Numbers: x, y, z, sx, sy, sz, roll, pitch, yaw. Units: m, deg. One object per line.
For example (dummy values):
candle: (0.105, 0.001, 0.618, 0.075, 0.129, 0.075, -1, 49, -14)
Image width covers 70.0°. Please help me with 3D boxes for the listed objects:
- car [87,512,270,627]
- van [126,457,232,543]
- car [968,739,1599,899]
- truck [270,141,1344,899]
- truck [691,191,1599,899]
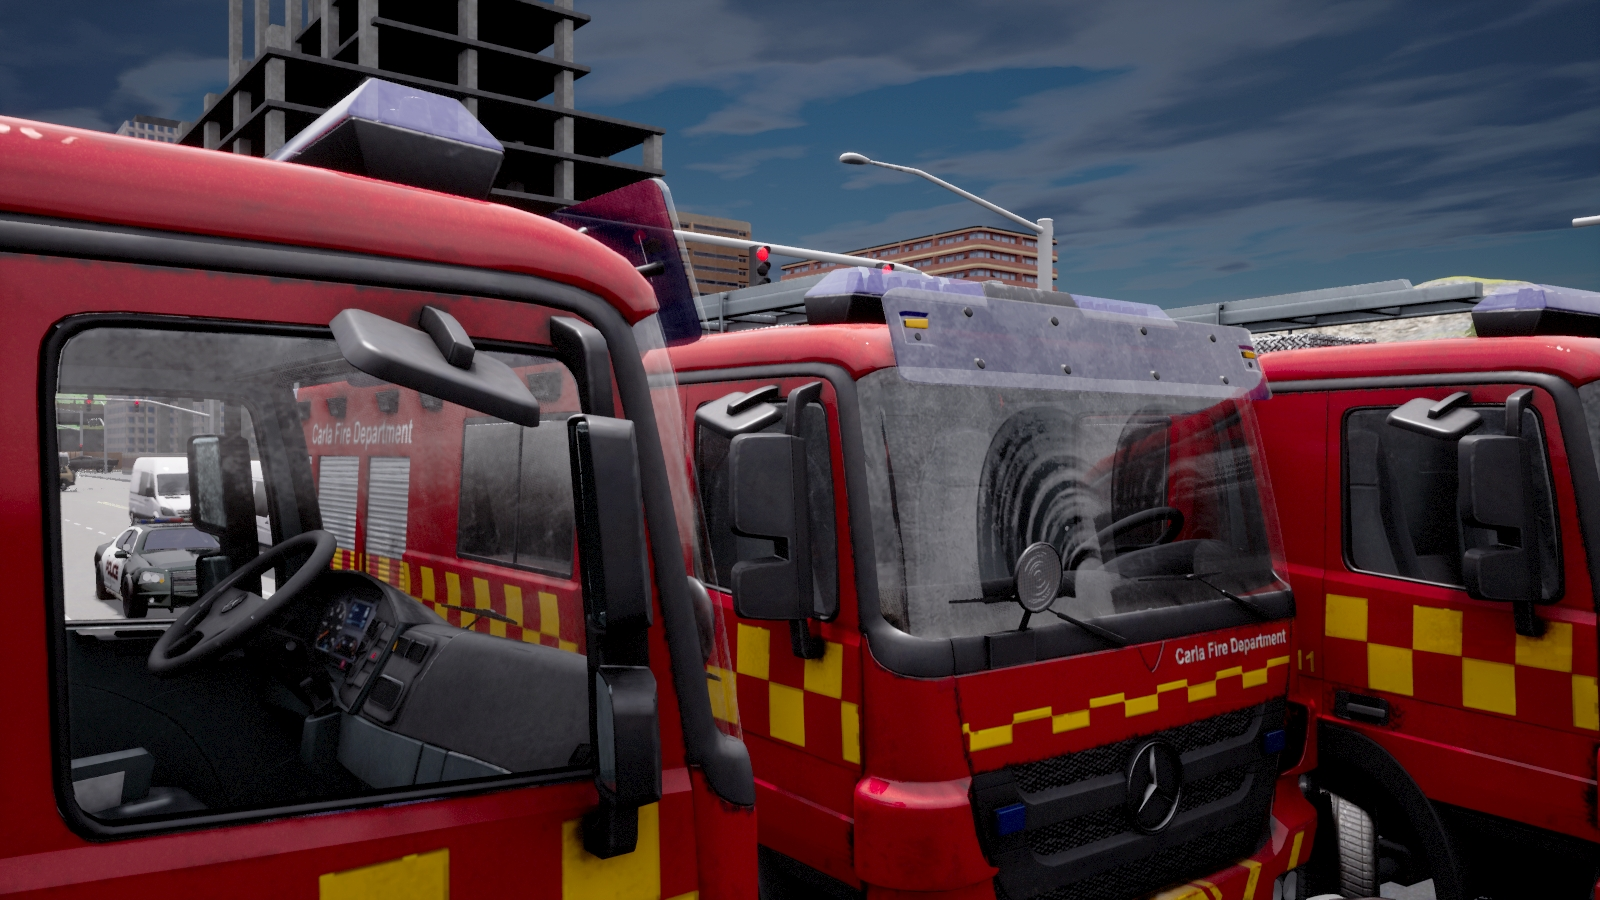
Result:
car: (-11.386, 2.037, 20.746, 2.038, 1.542, 4.974, 0, 0, -39)
van: (-20.446, 1.535, 37.482, 1.988, 2.561, 5.915, 0, 0, -39)
car: (2.437, 2.065, 3.109, 1.970, 1.475, 3.806, 0, 0, -30)
truck: (-1.099, 0.890, 8.003, 2.891, 3.827, 8.468, 0, 0, -38)
truck: (2.348, 0.890, 8.605, 2.891, 3.827, 8.468, 0, 0, -31)
